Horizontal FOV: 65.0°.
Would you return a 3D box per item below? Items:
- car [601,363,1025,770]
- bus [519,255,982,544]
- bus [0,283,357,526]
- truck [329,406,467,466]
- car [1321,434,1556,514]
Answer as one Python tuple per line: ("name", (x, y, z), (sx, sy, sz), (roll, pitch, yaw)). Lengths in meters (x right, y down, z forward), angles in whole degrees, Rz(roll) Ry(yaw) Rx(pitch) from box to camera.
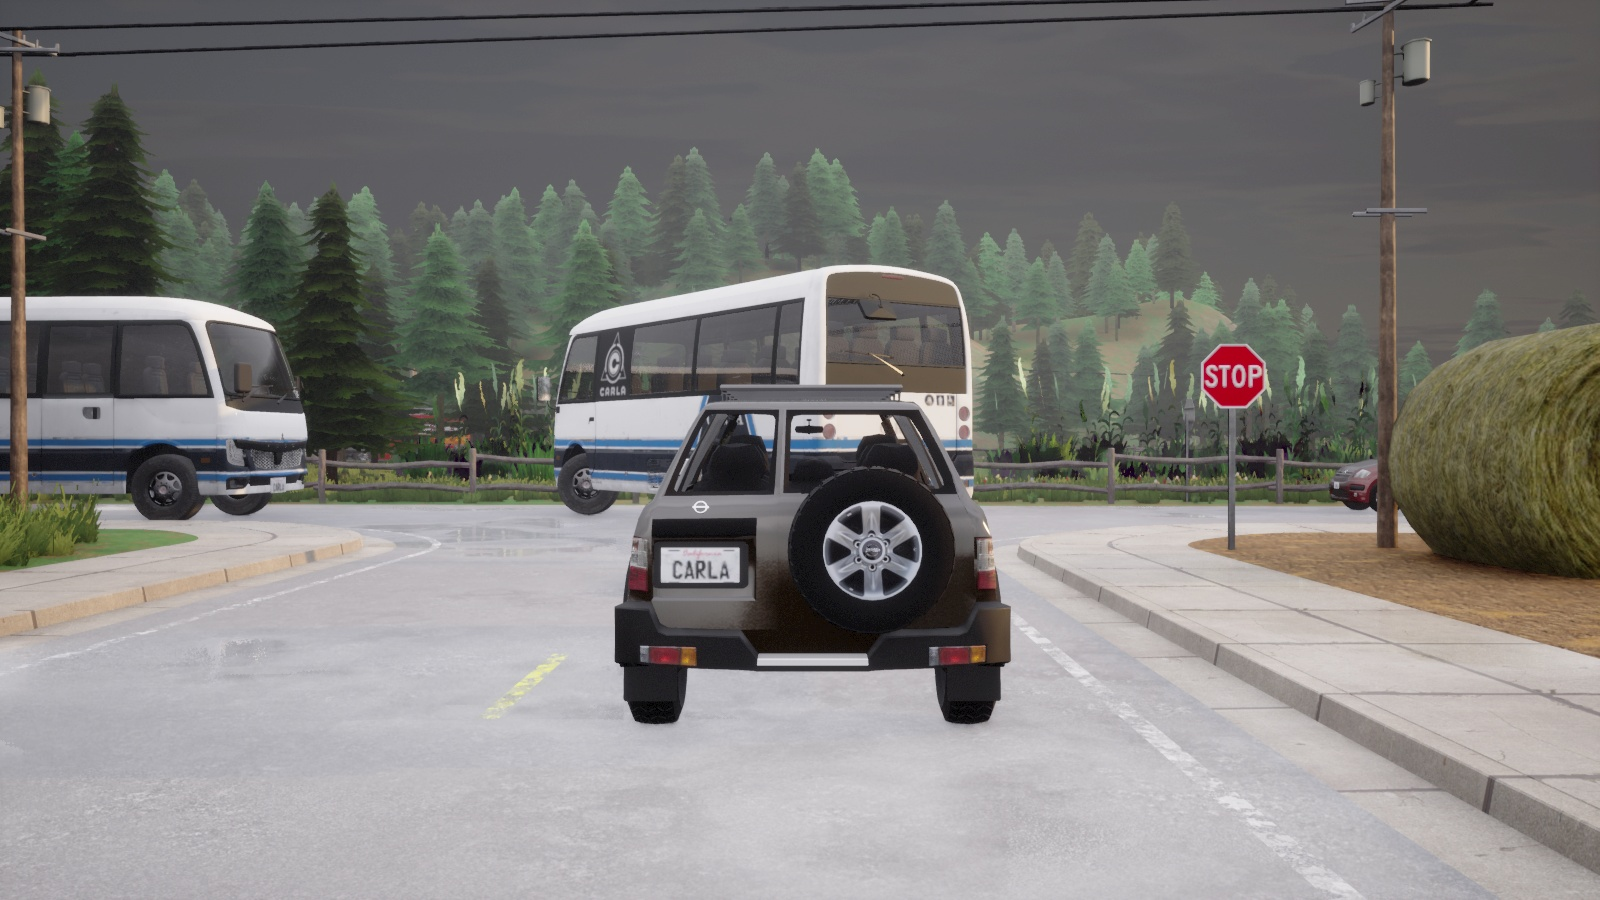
("car", (0.061, 0.518, 8.032), (1.932, 1.855, 4.605), (0, 0, 0))
("bus", (-1.524, -0.787, 23.866), (3.944, 4.253, 10.273), (0, 1, -34))
("bus", (-14.398, -0.813, 24.261), (10.273, 4.253, 3.944), (0, 0, 3))
("truck", (-26.621, -0.911, 83.521), (8.468, 3.827, 2.891), (0, 0, -12))
("car", (13.263, 0.472, 26.275), (3.988, 1.617, 1.851), (0, 0, 3))
